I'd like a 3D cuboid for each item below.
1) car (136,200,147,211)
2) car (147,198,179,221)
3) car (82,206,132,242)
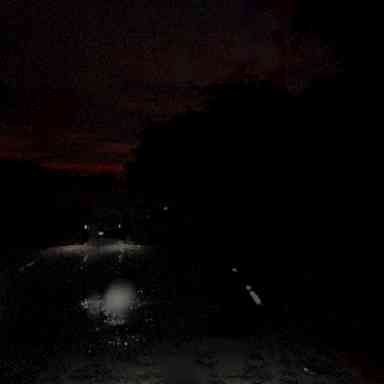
[{"bbox_3d":[-6.485,1.801,45.799,1.994,1.385,4.181,-1,-1,-15],"label":"car"},{"bbox_3d":[-2.313,1.292,26.943,2.097,1.767,4.553,0,0,-9],"label":"car"},{"bbox_3d":[-3.990,1.436,16.172,1.812,1.442,4.674,0,0,-5],"label":"car"}]
